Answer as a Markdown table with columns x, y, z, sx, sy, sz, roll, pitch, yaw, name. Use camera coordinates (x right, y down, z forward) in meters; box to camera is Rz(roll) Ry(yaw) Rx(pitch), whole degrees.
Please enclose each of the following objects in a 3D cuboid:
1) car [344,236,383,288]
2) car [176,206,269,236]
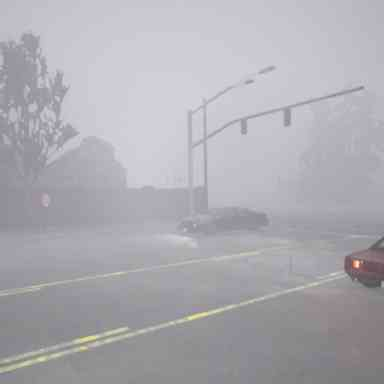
| x | y | z | sx | sy | sz | roll | pitch | yaw | name |
| --- | --- | --- | --- | --- | --- | --- | --- | --- | --- |
| 5.707 | 1.553 | 7.800 | 4.718 | 1.301 | 1.895 | 0 | 0 | -35 | car |
| 1.817 | 1.485 | 18.088 | 5.357 | 1.411 | 2.033 | 0 | 0 | -35 | car |
